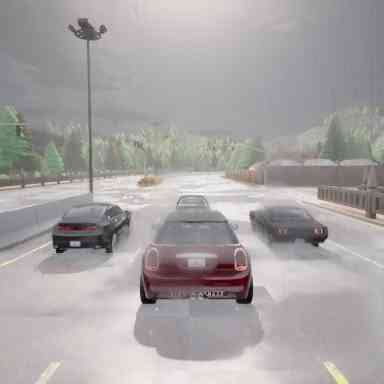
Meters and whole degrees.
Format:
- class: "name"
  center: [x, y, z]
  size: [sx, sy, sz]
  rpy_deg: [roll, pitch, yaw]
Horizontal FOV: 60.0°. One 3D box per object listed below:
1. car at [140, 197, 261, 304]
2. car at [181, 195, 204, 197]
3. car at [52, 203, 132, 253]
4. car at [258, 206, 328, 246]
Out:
- class: "car"
  center: [0.077, 1.191, 7.984]
  size: [2.097, 1.767, 4.553]
  rpy_deg: [0, 2, 0]
- class: "car"
  center: [0.036, 0.859, 17.367]
  size: [2.033, 1.411, 5.357]
  rpy_deg: [0, 4, 0]
- class: "car"
  center: [-3.441, 1.155, 12.166]
  size: [1.837, 1.490, 4.892]
  rpy_deg: [0, 3, 0]
- class: "car"
  center: [3.552, 1.193, 13.179]
  size: [1.895, 1.301, 4.718]
  rpy_deg: [0, 3, 0]
